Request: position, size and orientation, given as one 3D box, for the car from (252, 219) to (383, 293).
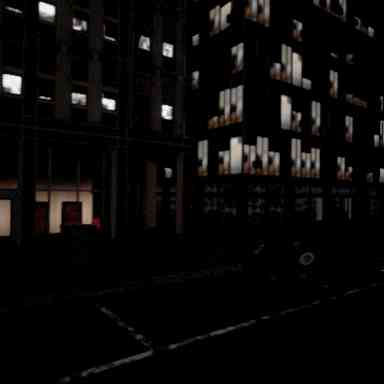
[{"bbox_3d":[3.538,1.529,9.082,4.097,1.590,1.967,1,0,-36],"label":"car"}]
